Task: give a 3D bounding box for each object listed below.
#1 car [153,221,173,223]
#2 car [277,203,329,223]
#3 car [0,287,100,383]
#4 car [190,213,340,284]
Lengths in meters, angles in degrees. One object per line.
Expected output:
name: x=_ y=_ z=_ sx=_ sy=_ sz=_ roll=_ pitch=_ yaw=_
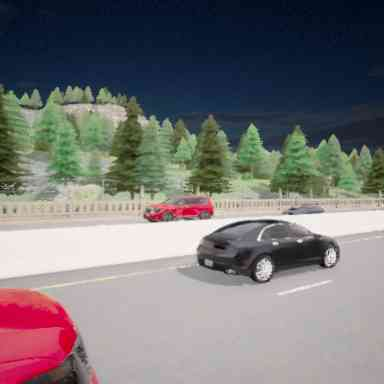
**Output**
car: x=-0.853 y=1.297 z=24.882 sx=5.566 sy=2.045 sz=2.150 roll=1 pitch=0 yaw=-35
car: x=9.328 y=1.692 z=27.839 sx=4.181 sy=1.385 sz=1.994 roll=0 pitch=0 yaw=-35
car: x=-3.232 y=1.212 z=1.442 sx=5.566 sy=2.045 sz=2.150 roll=0 pitch=0 yaw=-36
car: x=2.399 y=1.545 z=9.758 sx=4.892 sy=1.490 sz=1.837 roll=0 pitch=0 yaw=-36
